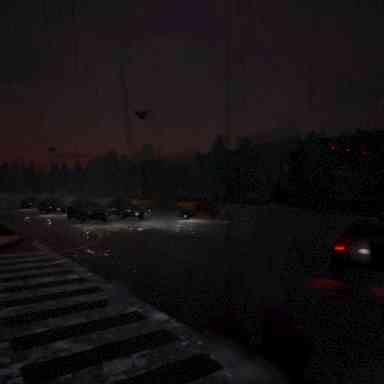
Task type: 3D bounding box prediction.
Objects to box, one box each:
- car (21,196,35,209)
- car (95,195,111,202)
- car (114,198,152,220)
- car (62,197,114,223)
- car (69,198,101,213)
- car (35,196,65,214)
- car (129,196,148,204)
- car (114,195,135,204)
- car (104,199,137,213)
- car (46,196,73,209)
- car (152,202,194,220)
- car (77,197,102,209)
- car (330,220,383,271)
[{"bbox_3d":[-20.199,1.326,41.821,1.837,1.490,4.892,1,0,-36],"label":"car"},{"bbox_3d":[-18.593,1.420,69.330,1.994,1.385,4.181,1,0,-36],"label":"car"},{"bbox_3d":[-5.755,1.455,28.058,2.128,1.511,4.902,1,0,-36],"label":"car"},{"bbox_3d":[-7.952,1.415,25.137,1.882,1.535,5.008,1,0,-36],"label":"car"},{"bbox_3d":[-11.731,1.412,36.193,1.837,1.490,4.892,1,0,-36],"label":"car"},{"bbox_3d":[-14.066,1.384,33.460,1.837,1.490,4.892,1,0,-36],"label":"car"},{"bbox_3d":[-10.294,1.517,63.962,1.994,1.385,4.181,1,0,-36],"label":"car"},{"bbox_3d":[-12.519,1.403,61.183,1.882,1.535,5.008,1,0,-36],"label":"car"},{"bbox_3d":[-8.006,1.513,37.036,1.994,1.385,4.181,1,0,-36],"label":"car"},{"bbox_3d":[-17.781,1.342,44.444,2.128,1.511,4.902,1,0,-36],"label":"car"},{"bbox_3d":[-2.090,1.553,28.982,2.033,1.411,5.357,1,0,-36],"label":"car"},{"bbox_3d":[-14.065,1.417,45.297,1.812,1.442,4.674,1,0,-36],"label":"car"},{"bbox_3d":[5.915,1.621,10.737,2.033,1.411,5.357,1,0,35],"label":"car"}]
